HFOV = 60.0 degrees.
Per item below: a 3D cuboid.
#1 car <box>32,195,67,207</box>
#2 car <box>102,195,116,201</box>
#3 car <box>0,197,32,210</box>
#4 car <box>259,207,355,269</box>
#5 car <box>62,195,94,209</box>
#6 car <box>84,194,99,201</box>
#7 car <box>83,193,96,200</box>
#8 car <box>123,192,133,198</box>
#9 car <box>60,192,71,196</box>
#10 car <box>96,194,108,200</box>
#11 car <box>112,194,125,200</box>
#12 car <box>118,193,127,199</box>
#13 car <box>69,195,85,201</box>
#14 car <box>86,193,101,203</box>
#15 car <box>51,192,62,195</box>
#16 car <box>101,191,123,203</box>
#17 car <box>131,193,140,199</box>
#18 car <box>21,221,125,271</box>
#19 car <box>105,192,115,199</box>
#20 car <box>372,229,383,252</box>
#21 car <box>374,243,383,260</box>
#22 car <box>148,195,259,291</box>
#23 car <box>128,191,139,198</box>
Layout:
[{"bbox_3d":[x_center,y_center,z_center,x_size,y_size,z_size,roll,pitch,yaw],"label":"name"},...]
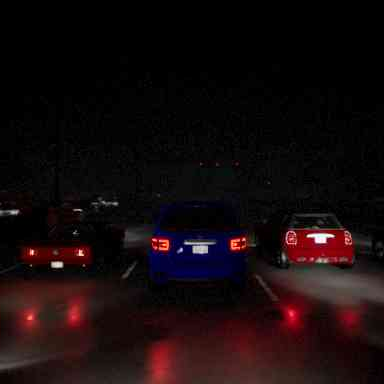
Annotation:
[{"bbox_3d":[-17.963,1.393,42.214,1.994,1.385,4.181,0,0,-1],"label":"car"},{"bbox_3d":[-18.185,1.237,73.145,1.895,1.301,4.718,0,0,-1],"label":"car"},{"bbox_3d":[-21.450,1.314,40.883,1.882,1.535,5.008,0,0,-1],"label":"car"},{"bbox_3d":[3.519,1.335,11.257,2.097,1.767,4.553,0,0,0],"label":"car"},{"bbox_3d":[-14.467,1.430,42.479,1.895,1.301,4.718,0,0,-1],"label":"car"},{"bbox_3d":[-21.669,1.175,71.590,1.812,1.442,4.674,0,0,-1],"label":"car"},{"bbox_3d":[-25.307,1.086,82.438,1.837,1.490,4.892,0,0,-1],"label":"car"},{"bbox_3d":[-14.664,1.194,71.139,2.033,1.411,5.357,0,0,-1],"label":"car"},{"bbox_3d":[-21.603,1.246,59.934,1.812,1.442,4.674,0,0,0],"label":"car"},{"bbox_3d":[-21.764,1.150,80.531,1.994,1.385,4.181,0,0,-1],"label":"car"},{"bbox_3d":[-18.313,1.124,82.773,2.033,1.411,5.357,0,0,-1],"label":"car"},{"bbox_3d":[-19.263,1.049,92.800,2.128,1.511,4.902,0,0,-7],"label":"car"},{"bbox_3d":[-25.182,1.239,72.867,1.895,1.301,4.718,0,0,-1],"label":"car"},{"bbox_3d":[-18.119,1.213,62.248,1.837,1.490,4.892,0,0,0],"label":"car"},{"bbox_3d":[-25.095,0.929,62.838,2.150,2.045,5.566,0,0,0],"label":"car"},{"bbox_3d":[-14.622,1.065,61.172,2.097,1.767,4.553,0,0,0],"label":"car"},{"bbox_3d":[-15.547,1.070,91.735,2.033,1.411,5.357,0,0,-7],"label":"car"},{"bbox_3d":[-3.475,1.585,10.801,1.895,1.301,4.718,0,0,0],"label":"car"},{"bbox_3d":[-22.480,0.891,90.805,2.097,1.767,4.553,0,0,-7],"label":"car"},{"bbox_3d":[7.030,1.478,9.356,2.128,1.511,4.902,0,0,0],"label":"car"},{"bbox_3d":[3.597,1.490,2.113,2.128,1.511,4.902,0,0,0],"label":"car"},{"bbox_3d":[0.054,1.208,9.160,2.150,2.045,5.566,0,0,-2],"label":"car"},{"bbox_3d":[-14.779,0.818,81.343,2.150,2.045,5.566,0,0,-1],"label":"car"}]
